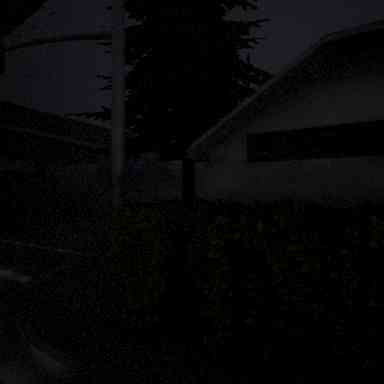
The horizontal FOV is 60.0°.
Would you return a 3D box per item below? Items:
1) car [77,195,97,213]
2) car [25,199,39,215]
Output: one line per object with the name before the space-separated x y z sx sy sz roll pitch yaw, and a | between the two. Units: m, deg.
car | -10.416 1.313 35.159 3.866 1.878 1.905 0 0 35
car | -17.223 1.480 33.031 4.611 1.667 2.242 0 0 35
